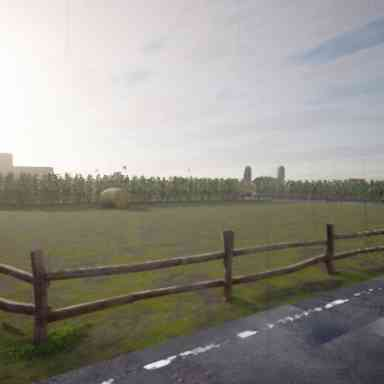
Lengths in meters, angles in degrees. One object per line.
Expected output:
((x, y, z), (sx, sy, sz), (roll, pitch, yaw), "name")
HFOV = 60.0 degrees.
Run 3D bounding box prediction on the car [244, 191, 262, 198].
((12.976, 0.611, 72.142), (1.837, 1.490, 4.892), (-1, 1, -35), "car")
